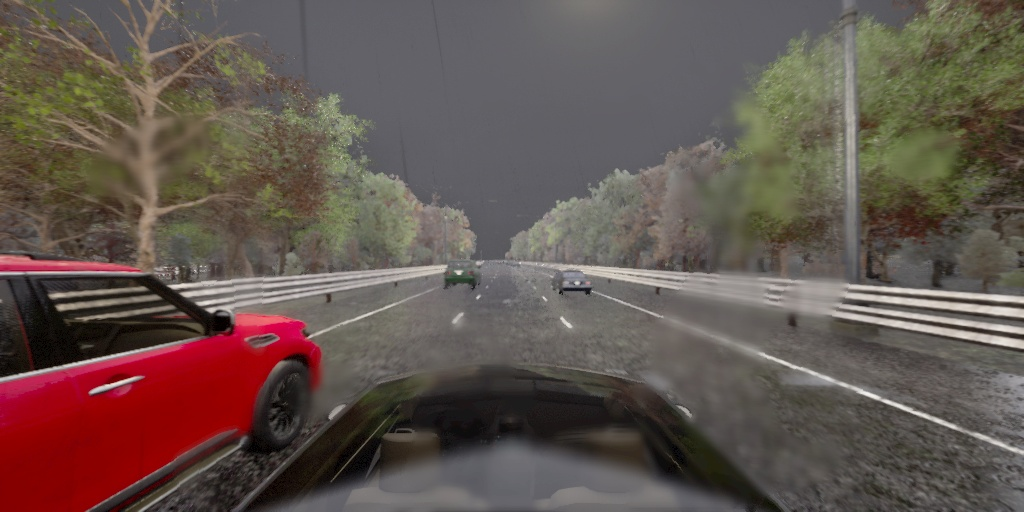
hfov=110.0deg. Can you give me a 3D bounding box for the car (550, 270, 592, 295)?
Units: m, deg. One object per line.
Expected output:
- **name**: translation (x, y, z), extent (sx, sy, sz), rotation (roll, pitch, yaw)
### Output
- **car**: translation (3.521, 1.550, 21.952), extent (2.033, 1.411, 5.357), rotation (0, -1, 0)

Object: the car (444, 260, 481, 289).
- **car**: translation (-3.518, 1.279, 26.234), extent (2.150, 2.045, 5.566), rotation (0, -1, -1)

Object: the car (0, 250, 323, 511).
- **car**: translation (-3.406, 0.976, 2.051), extent (2.150, 2.045, 5.566), rotation (0, -1, 0)
